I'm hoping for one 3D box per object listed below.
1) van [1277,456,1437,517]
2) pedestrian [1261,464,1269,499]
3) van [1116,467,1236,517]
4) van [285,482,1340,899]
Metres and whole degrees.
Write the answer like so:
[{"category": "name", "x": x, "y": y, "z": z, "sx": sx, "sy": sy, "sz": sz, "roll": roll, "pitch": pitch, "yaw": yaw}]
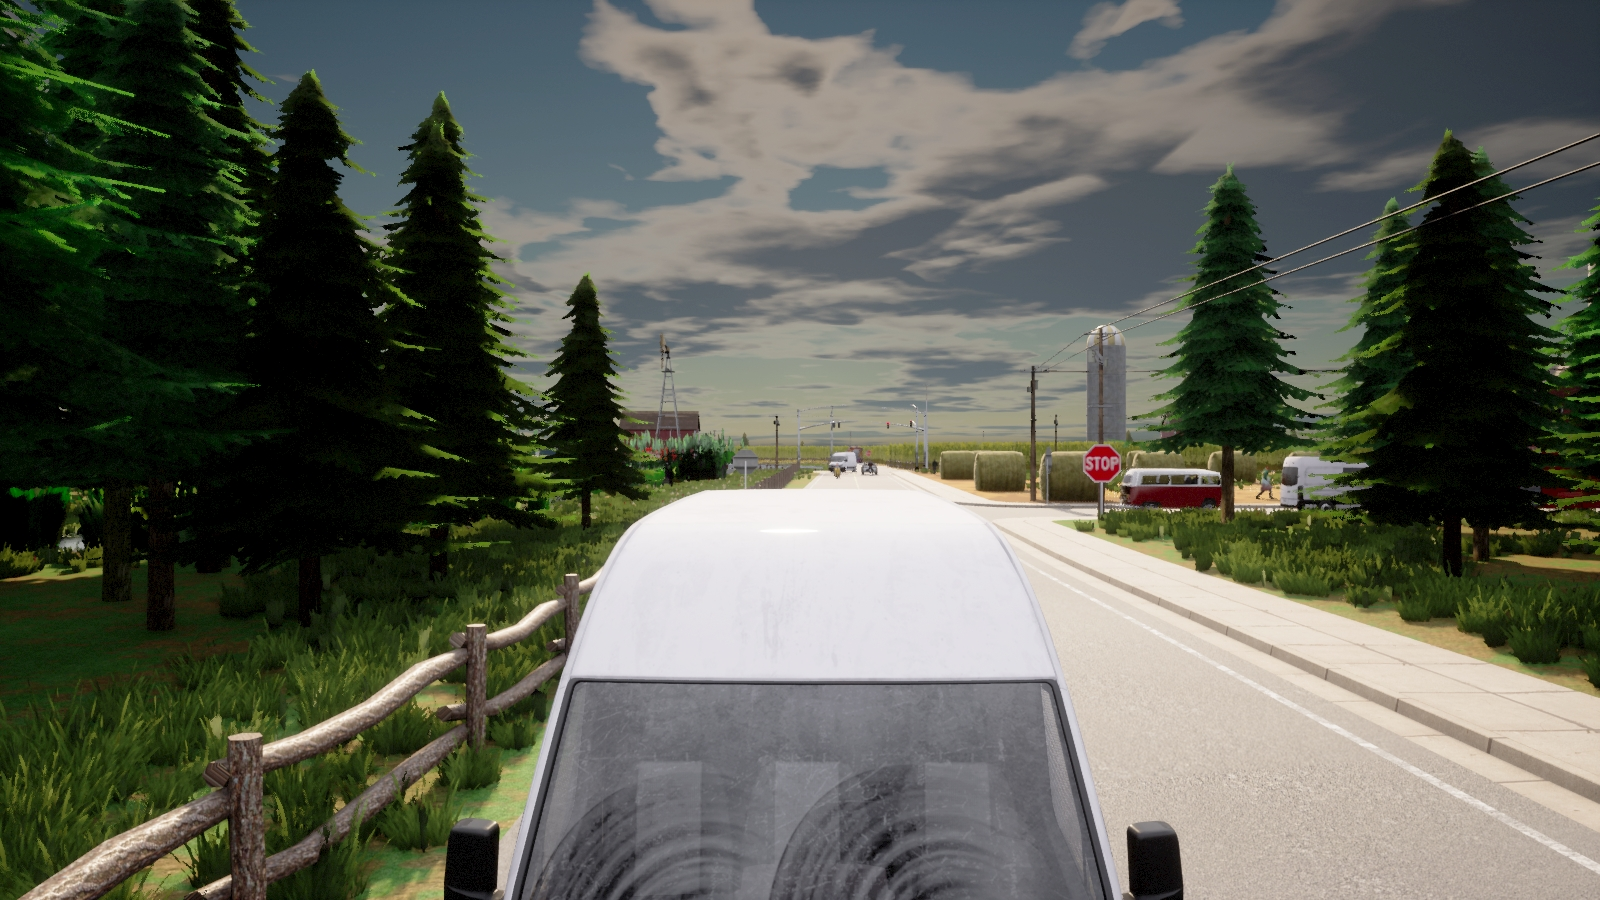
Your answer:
[{"category": "van", "x": 23.869, "y": 1.534, "z": 49.092, "sx": 5.915, "sy": 2.561, "sz": 1.988, "roll": 0, "pitch": 0, "yaw": -1}, {"category": "pedestrian", "x": 25.008, "y": 1.682, "z": 61.467, "sx": 0.375, "sy": 1.860, "sz": 0.375, "roll": 0, "pitch": 0, "yaw": 21}, {"category": "van", "x": 16.096, "y": 1.782, "z": 49.037, "sx": 4.480, "sy": 2.038, "sz": 2.069, "roll": 0, "pitch": 0, "yaw": 0}, {"category": "van", "x": 0.056, "y": 1.508, "z": 5.110, "sx": 1.988, "sy": 2.561, "sz": 5.915, "roll": 0, "pitch": 0, "yaw": 1}]
